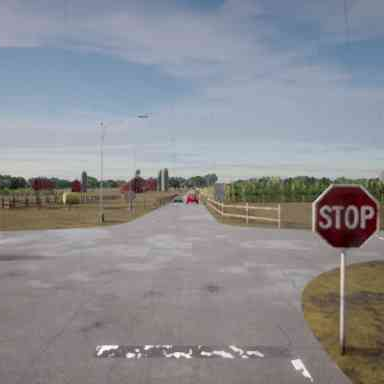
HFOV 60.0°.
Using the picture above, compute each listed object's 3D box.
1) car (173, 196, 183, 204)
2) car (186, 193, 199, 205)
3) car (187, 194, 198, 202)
[{"bbox_3d":[-2.665,1.513,65.448,2.033,1.411,5.357,0,0,0],"label":"car"},{"bbox_3d":[0.078,1.188,60.061,2.150,2.045,5.566,0,0,0],"label":"car"},{"bbox_3d":[0.092,1.225,70.421,2.097,1.767,4.553,0,0,0],"label":"car"}]
